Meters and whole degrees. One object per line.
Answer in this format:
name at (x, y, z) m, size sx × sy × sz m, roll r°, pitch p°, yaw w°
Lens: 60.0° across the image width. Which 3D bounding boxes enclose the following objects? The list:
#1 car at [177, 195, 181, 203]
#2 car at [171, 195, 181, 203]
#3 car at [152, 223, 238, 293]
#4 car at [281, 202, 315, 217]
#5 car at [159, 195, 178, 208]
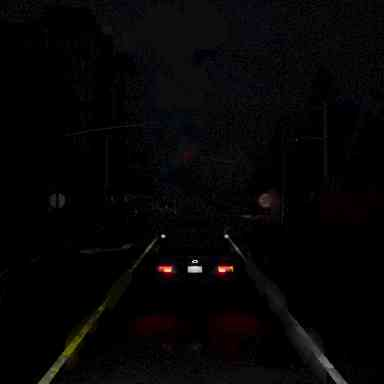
car at (-3.475, 1.504, 58.470) m, size 1.837 × 1.490 × 4.892 m, roll 0°, pitch 0°, yaw 1°
car at (-3.379, 1.492, 71.709) m, size 1.837 × 1.490 × 4.892 m, roll 0°, pitch 0°, yaw 0°
car at (0.074, 1.547, 8.964) m, size 2.033 × 1.411 × 5.357 m, roll 0°, pitch 0°, yaw 0°
car at (10.598, 1.587, 30.311) m, size 4.718 × 1.301 × 1.895 m, roll 0°, pitch 0°, yaw -1°
car at (-3.510, 1.547, 47.446) m, size 2.033 × 1.411 × 5.357 m, roll 0°, pitch 0°, yaw 0°
